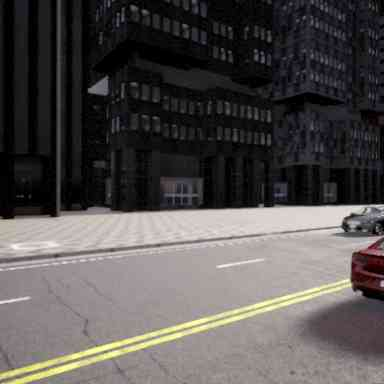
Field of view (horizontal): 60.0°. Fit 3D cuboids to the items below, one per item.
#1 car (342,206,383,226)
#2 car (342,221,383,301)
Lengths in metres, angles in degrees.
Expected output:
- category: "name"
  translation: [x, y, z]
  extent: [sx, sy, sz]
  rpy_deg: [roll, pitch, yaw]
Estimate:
- category: "car"
  translation: [10.602, 1.581, 19.223]
  extent: [4.902, 1.511, 2.128]
  rpy_deg: [0, 0, -35]
- category: "car"
  translation: [5.525, 1.517, 7.383]
  extent: [5.008, 1.535, 1.882]
  rpy_deg: [0, 0, -35]
